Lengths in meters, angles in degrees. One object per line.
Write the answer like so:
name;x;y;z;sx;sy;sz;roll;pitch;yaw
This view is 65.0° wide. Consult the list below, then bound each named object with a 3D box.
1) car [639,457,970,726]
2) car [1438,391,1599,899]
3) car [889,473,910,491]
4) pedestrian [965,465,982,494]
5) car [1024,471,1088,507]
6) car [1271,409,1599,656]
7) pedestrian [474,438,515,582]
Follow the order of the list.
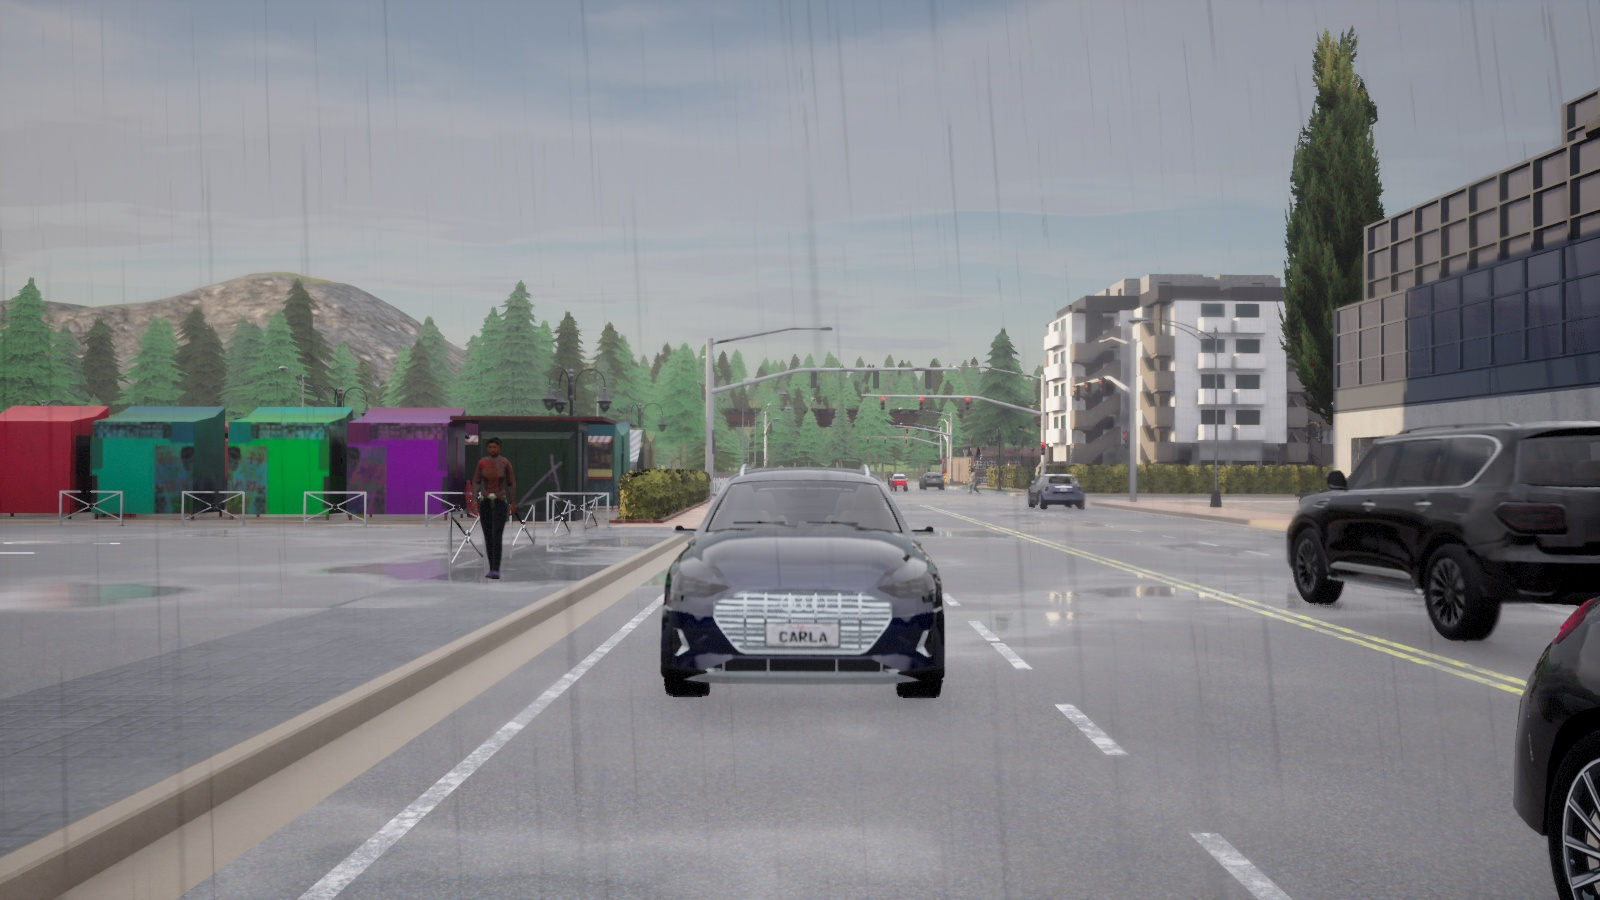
car;0.043;0.915;10.170;2.033;1.649;4.856;0;-1;0
car;3.494;0.617;2.241;2.152;1.651;5.027;0;-1;0
car;7.756;2.481;98.061;1.481;1.376;2.207;0;-1;0
pedestrian;11.450;1.947;82.970;0.900;1.855;0.874;0;-1;-8
car;10.896;1.635;53.652;1.970;1.475;3.806;0;-1;0
car;7.066;0.727;13.216;2.150;2.045;5.566;0;-1;0
pedestrian;-3.920;0.759;16.147;0.328;1.805;0.869;0;-1;-1
